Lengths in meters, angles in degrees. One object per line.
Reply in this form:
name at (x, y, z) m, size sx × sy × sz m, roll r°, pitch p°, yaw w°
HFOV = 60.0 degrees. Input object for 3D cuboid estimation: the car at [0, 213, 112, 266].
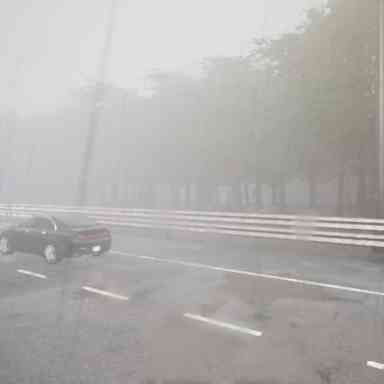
car at (-4.918, 1.510, 11.681) m, size 4.892 × 1.490 × 1.837 m, roll 0°, pitch 0°, yaw 36°
